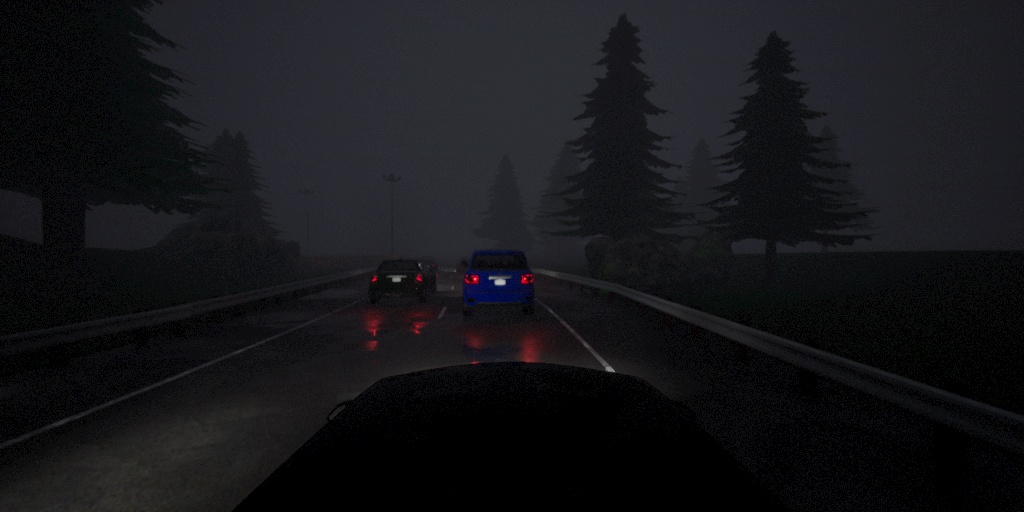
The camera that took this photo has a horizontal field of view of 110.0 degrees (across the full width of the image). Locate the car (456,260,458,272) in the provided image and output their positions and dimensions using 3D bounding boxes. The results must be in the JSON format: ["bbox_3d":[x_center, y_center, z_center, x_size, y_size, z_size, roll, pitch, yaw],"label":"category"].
[{"bbox_3d":[-3.697,0.745,30.631,1.994,1.385,4.181,0,1,-13],"label":"car"}]

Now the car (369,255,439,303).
[{"bbox_3d":[-4.426,0.841,15.118,2.097,1.767,4.553,0,1,-6],"label":"car"}]

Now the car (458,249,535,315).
[{"bbox_3d":[-0.585,0.758,12.599,2.150,2.045,5.566,0,1,-6],"label":"car"}]

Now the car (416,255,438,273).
[{"bbox_3d":[-7.754,0.670,32.714,1.812,1.442,4.674,0,1,-13],"label":"car"}]
